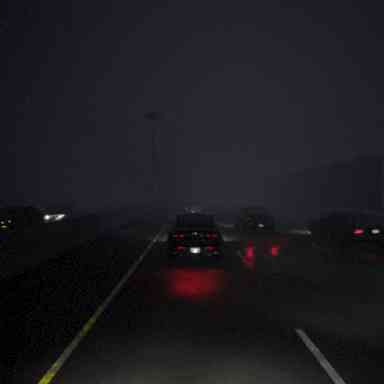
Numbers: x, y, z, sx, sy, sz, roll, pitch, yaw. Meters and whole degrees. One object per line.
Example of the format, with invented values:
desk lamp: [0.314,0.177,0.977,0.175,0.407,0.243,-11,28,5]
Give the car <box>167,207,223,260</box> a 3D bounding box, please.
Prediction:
car: [0.097,1.535,12.577,1.837,1.490,4.892,0,0,0]

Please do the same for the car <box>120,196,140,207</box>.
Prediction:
car: [-10.038,1.650,52.782,1.812,1.442,4.674,0,0,2]

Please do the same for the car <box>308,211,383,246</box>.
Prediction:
car: [7.097,1.584,15.367,2.033,1.411,5.357,0,0,0]

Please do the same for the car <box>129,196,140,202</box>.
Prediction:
car: [-13.343,1.656,77.401,1.994,1.385,4.181,0,0,0]

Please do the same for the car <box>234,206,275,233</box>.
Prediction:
car: [3.608,1.572,19.693,1.812,1.442,4.674,0,0,0]

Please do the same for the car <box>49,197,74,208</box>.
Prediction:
car: [-20.625,1.600,52.798,1.882,1.535,5.008,0,0,2]

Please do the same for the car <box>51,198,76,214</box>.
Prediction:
car: [-14.040,1.647,35.703,1.994,1.385,4.181,0,0,1]

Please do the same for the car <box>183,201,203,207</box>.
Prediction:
car: [0.114,1.601,32.001,1.812,1.442,4.674,0,0,0]

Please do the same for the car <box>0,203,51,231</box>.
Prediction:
car: [-10.601,1.551,19.955,1.837,1.490,4.892,0,0,0]
